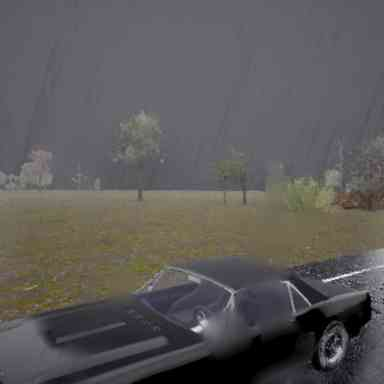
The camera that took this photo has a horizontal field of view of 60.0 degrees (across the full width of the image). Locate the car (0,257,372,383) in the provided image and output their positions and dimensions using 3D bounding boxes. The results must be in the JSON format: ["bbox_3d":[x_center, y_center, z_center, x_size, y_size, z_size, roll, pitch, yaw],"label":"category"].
[{"bbox_3d":[0.141,1.602,4.089,4.718,1.301,1.895,0,0,-35],"label":"car"}]
